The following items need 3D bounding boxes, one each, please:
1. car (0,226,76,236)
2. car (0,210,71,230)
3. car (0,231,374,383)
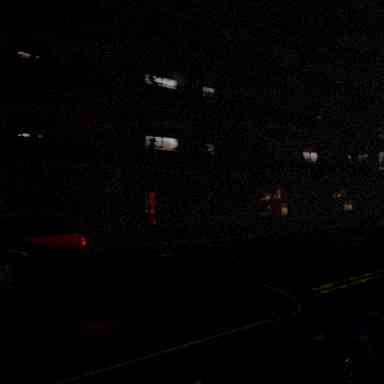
[{"bbox_3d":[-3.872,1.503,4.915,4.892,1.490,1.837,0,0,-36],"label":"car"},{"bbox_3d":[-4.946,1.353,8.141,4.553,1.767,2.097,0,0,-36],"label":"car"},{"bbox_3d":[-0.177,1.356,3.313,4.553,1.767,2.097,0,0,-36],"label":"car"}]
